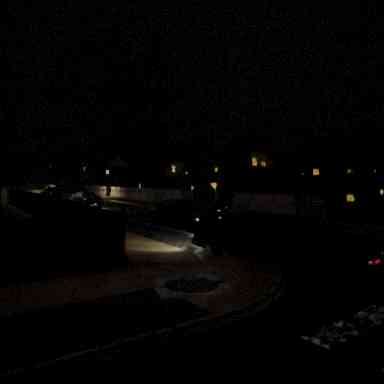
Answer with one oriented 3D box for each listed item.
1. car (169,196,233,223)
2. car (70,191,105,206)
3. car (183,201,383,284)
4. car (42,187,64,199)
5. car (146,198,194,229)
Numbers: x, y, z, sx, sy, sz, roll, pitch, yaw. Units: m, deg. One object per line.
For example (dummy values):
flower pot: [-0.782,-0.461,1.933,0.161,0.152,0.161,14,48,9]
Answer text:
car: [0.465,1.054,21.515,1.994,1.385,4.181,0,2,-35]
car: [-10.075,0.612,31.732,2.033,1.411,5.357,0,2,-35]
car: [2.535,1.364,9.371,5.357,1.411,2.033,7,5,37]
car: [-18.321,0.107,43.742,1.882,1.535,5.008,0,2,-34]
car: [-0.617,1.115,18.090,2.033,1.411,5.357,0,2,-35]
